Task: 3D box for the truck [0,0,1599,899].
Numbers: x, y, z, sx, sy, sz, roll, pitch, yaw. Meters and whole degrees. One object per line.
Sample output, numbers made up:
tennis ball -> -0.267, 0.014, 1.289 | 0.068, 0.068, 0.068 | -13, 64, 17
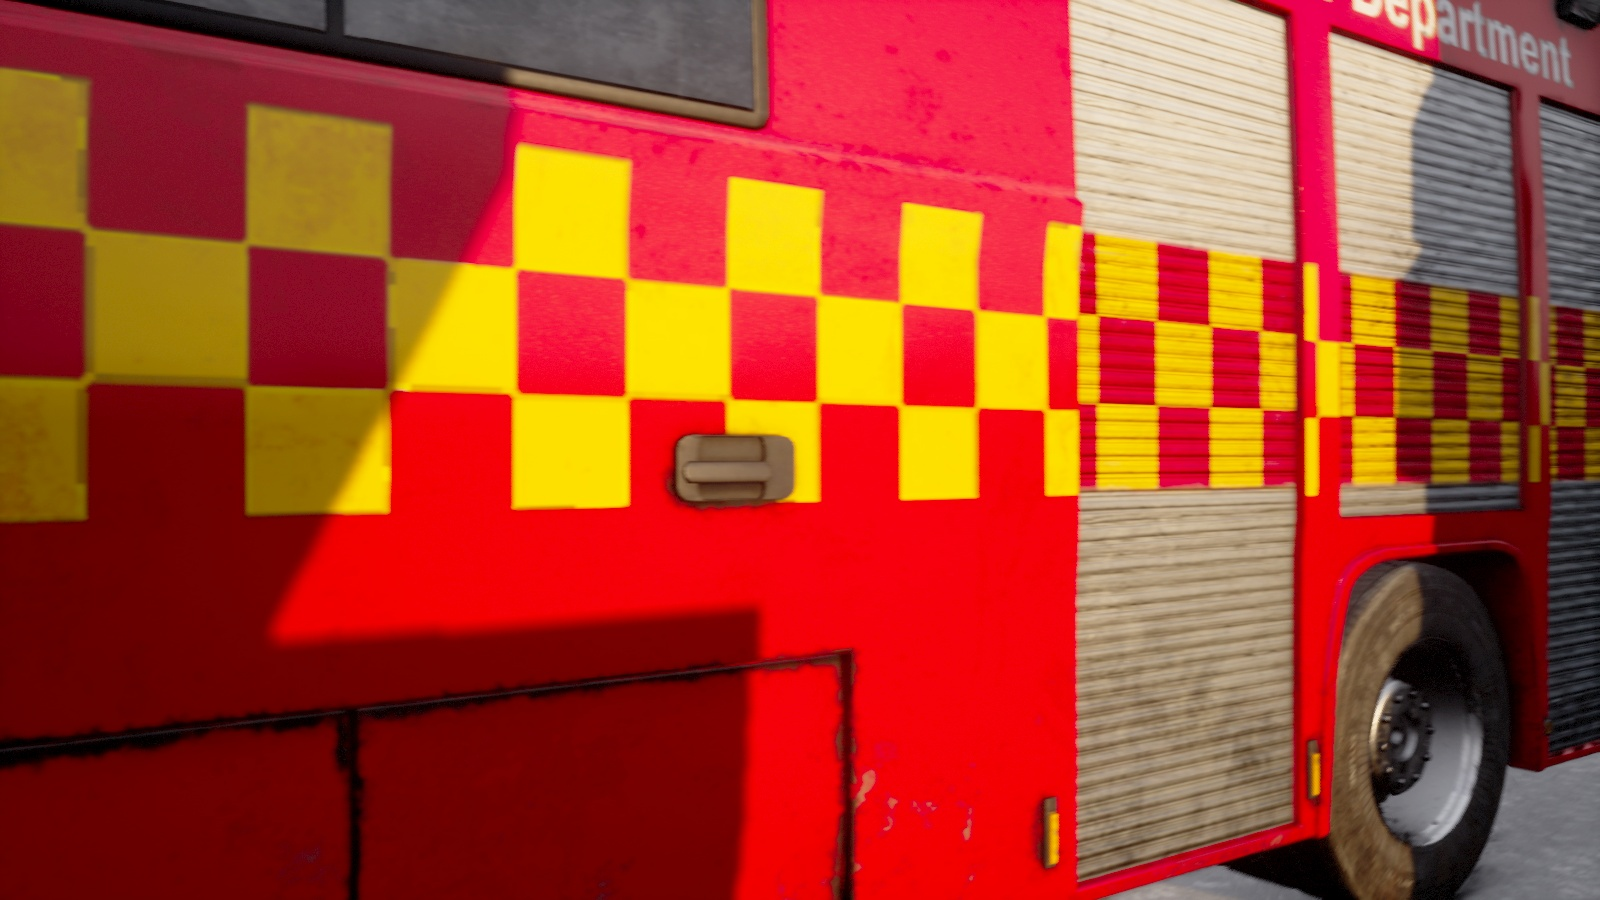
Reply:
truck -> -1.083, -0.409, 3.518 | 8.468, 3.827, 2.891 | 0, 0, -35
